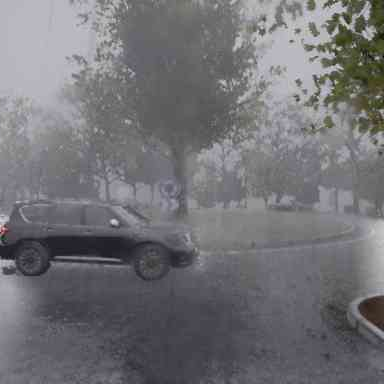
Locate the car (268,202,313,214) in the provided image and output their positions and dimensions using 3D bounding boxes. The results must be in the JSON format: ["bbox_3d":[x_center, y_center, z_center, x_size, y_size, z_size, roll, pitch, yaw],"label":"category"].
[{"bbox_3d":[10.690,1.695,36.565,1.895,1.301,4.718,0,0,-40],"label":"car"}]

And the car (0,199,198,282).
[{"bbox_3d":[-2.629,1.244,9.655,5.566,2.045,2.150,0,0,8],"label":"car"}]

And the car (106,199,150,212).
[{"bbox_3d":[-7.796,1.595,40.490,4.902,1.511,2.128,0,-1,-20],"label":"car"}]
